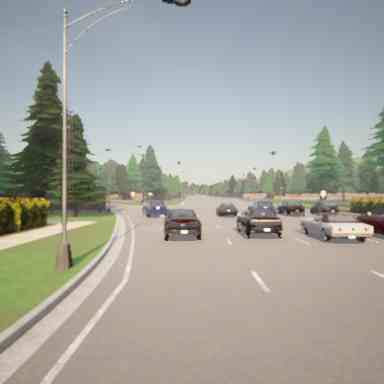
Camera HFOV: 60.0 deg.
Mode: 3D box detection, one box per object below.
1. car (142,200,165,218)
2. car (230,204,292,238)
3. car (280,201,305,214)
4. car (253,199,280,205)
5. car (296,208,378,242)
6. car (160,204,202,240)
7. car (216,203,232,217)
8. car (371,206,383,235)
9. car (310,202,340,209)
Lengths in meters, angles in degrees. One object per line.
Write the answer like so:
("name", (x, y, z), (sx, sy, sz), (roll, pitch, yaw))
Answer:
("car", (-3.817, 1.598, 33.834), (2.097, 1.767, 4.553), (0, 0, -15))
("car", (3.623, 1.626, 18.423), (2.128, 1.511, 4.902), (0, 0, 0))
("car", (10.646, 1.741, 36.041), (1.882, 1.535, 5.008), (0, 0, 0))
("car", (7.143, 1.601, 34.183), (2.097, 1.767, 4.553), (0, 0, 0))
("car", (7.122, 1.726, 16.995), (1.895, 1.301, 4.718), (0, 0, 0))
("car", (-0.619, 1.636, 17.943), (1.837, 1.490, 4.892), (0, 0, -6))
("car", (3.643, 1.819, 34.922), (1.994, 1.385, 4.181), (0, 0, 0))
("car", (10.622, 1.482, 17.708), (2.097, 1.767, 4.553), (0, 0, 0))
("car", (14.130, 1.785, 35.530), (1.812, 1.442, 4.674), (0, 0, 0))
